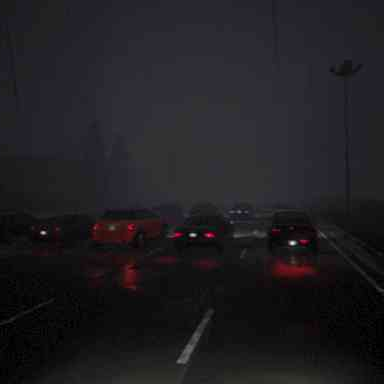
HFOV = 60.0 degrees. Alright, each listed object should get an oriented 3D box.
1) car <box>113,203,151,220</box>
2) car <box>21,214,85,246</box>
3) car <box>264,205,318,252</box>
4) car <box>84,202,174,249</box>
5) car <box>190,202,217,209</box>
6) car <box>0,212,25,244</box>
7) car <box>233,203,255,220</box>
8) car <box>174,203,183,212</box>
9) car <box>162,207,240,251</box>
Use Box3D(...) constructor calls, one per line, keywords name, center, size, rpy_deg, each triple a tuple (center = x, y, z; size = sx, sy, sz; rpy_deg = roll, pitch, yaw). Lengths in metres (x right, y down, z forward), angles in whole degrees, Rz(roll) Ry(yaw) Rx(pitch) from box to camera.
Box3D(name="car", center=(-5.663, 1.866, 31.994), size=(1.994, 1.385, 4.181), rpy_deg=(-1, 0, 15))
Box3D(name="car", center=(-6.035, 1.775, 16.606), size=(1.994, 1.385, 4.181), rpy_deg=(-1, 0, 15))
Box3D(name="car", center=(4.135, 1.526, 14.009), size=(1.837, 1.490, 4.892), rpy_deg=(-1, 0, 15))
Box3D(name="car", center=(-2.699, 1.496, 15.555), size=(2.097, 1.767, 4.553), rpy_deg=(-1, -1, 15))
Box3D(name="car", center=(1.168, 1.652, 30.457), size=(1.882, 1.535, 5.008), rpy_deg=(-1, 0, 15))
Box3D(name="car", center=(-9.395, 1.801, 17.591), size=(1.812, 1.442, 4.674), rpy_deg=(-1, 0, 15))
Box3D(name="car", center=(4.428, 1.656, 29.106), size=(2.033, 1.411, 5.357), rpy_deg=(-1, 0, 15))
Box3D(name="car", center=(-2.221, 1.716, 31.328), size=(1.882, 1.535, 5.008), rpy_deg=(-1, 0, 15))
Box3D(name="car", center=(0.666, 1.629, 14.586), size=(2.033, 1.411, 5.357), rpy_deg=(-1, 0, 15))
